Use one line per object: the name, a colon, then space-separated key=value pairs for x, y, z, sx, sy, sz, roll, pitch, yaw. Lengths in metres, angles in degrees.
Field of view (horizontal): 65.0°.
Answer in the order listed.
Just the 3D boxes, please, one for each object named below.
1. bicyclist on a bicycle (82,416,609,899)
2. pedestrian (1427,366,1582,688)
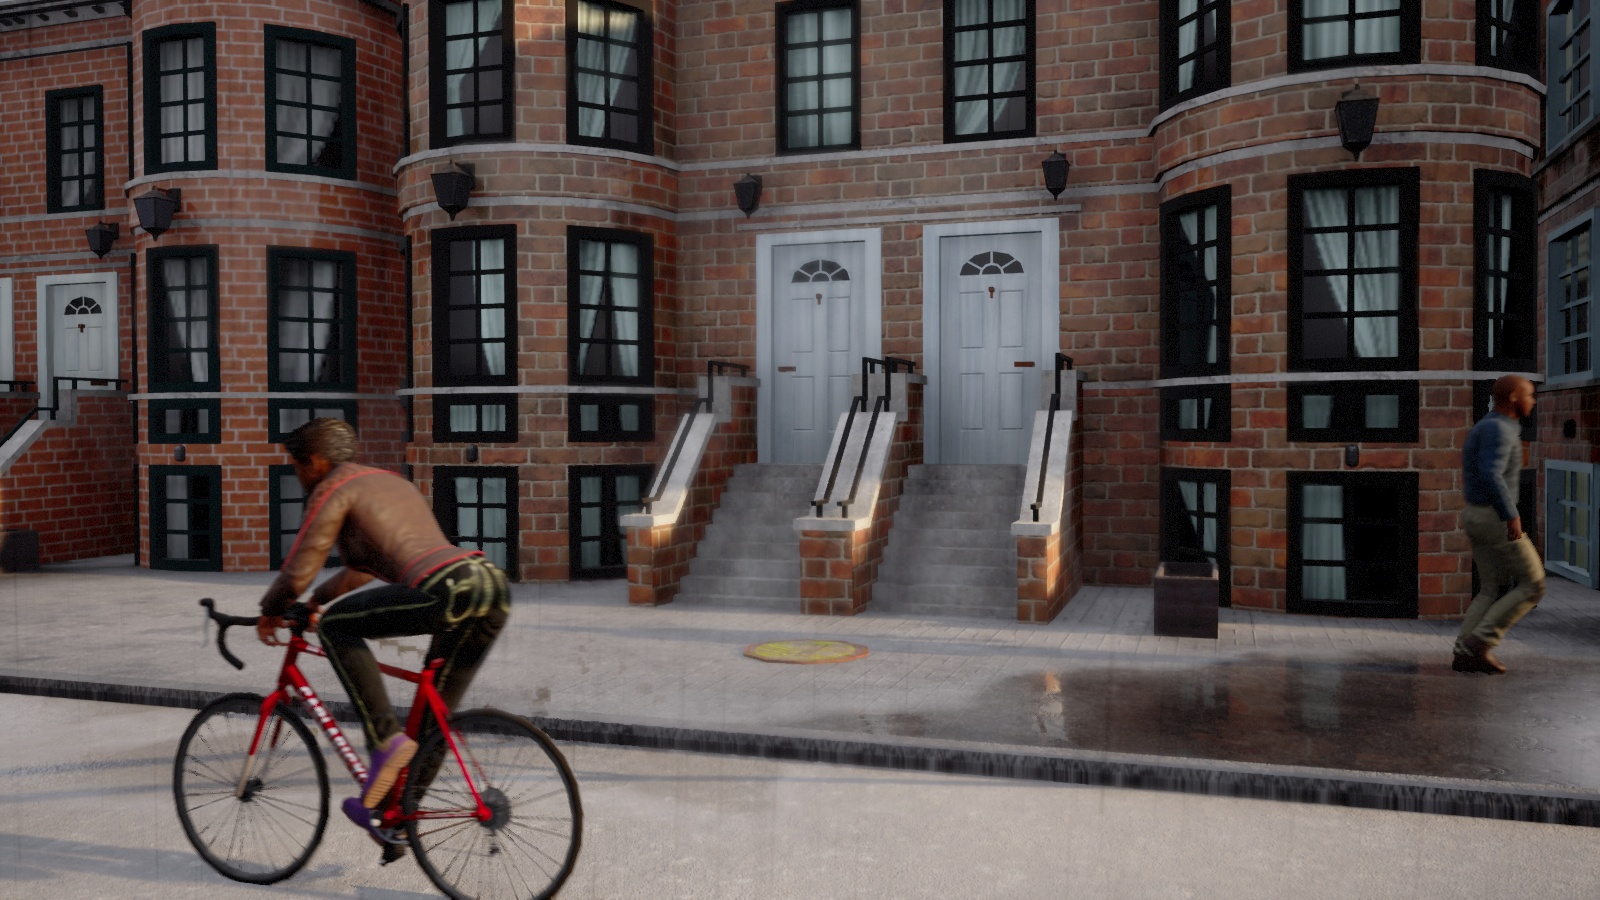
bicyclist on a bicycle: x=-1.527 y=0.706 z=4.230 sx=1.656 sy=1.620 sz=0.582 roll=0 pitch=1 yaw=19
pedestrian: x=4.156 y=0.433 z=7.440 sx=0.726 sy=1.835 sz=0.370 roll=1 pitch=1 yaw=18
